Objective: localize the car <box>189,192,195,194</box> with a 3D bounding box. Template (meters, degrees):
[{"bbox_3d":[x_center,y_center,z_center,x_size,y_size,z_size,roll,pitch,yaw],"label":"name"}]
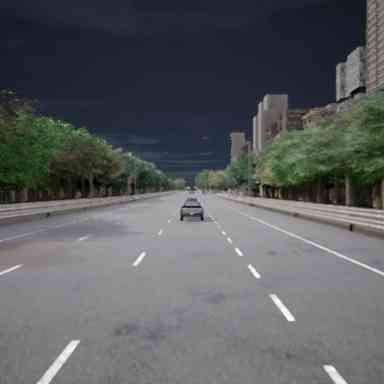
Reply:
[{"bbox_3d":[-0.004,1.348,72.997,1.882,1.535,5.008,0,0,0],"label":"car"}]

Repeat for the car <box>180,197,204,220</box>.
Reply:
[{"bbox_3d":[-0.002,1.476,27.847,2.128,1.511,4.902,0,0,0],"label":"car"}]

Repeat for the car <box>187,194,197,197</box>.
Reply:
[{"bbox_3d":[-0.003,1.442,54.983,1.837,1.490,4.892,0,0,0],"label":"car"}]
